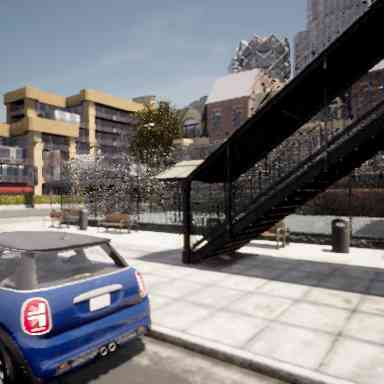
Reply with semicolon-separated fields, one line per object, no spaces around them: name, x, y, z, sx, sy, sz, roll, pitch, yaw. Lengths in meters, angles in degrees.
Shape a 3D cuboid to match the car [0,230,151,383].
car;-2.879;1.409;5.359;4.553;1.767;2.185;-1;0;35
